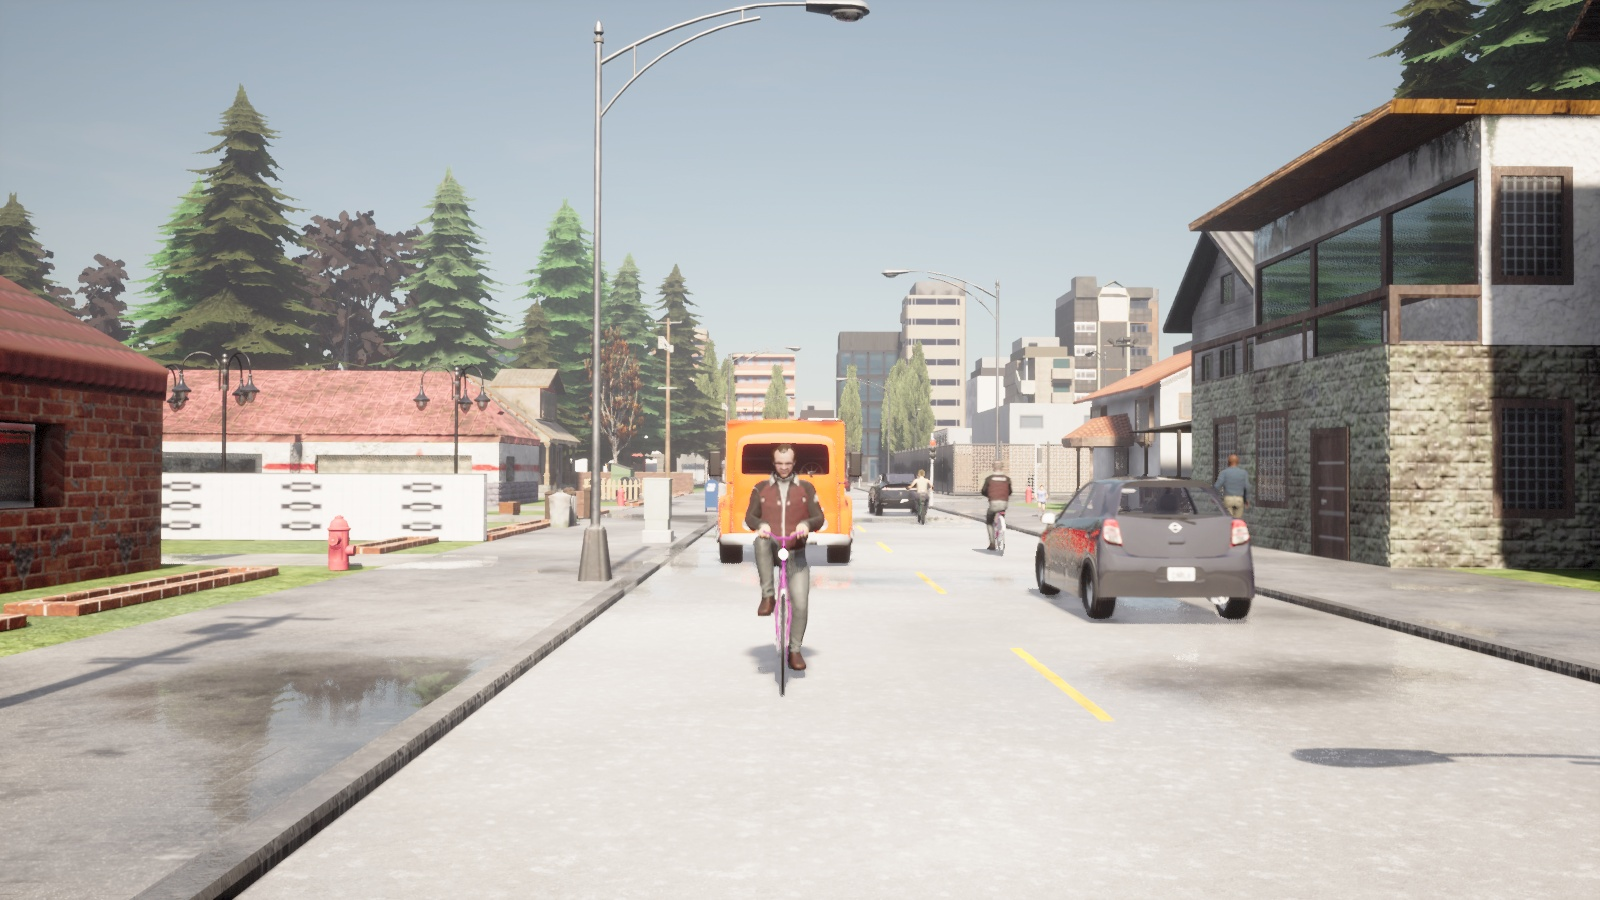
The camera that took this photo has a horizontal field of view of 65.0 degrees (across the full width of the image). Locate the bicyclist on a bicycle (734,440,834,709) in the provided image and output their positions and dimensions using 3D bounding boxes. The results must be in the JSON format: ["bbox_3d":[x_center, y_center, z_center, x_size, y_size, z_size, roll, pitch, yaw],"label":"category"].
[{"bbox_3d":[-0.115,0.840,9.233,0.659,1.776,1.843,0,-1,-1],"label":"bicyclist on a bicycle"}]

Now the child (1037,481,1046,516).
[{"bbox_3d":[7.750,1.548,40.273,0.255,1.110,0.394,0,-1,13],"label":"child"}]

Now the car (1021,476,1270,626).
[{"bbox_3d":[3.829,1.057,14.574,1.845,1.501,3.633,0,-1,-1],"label":"car"}]

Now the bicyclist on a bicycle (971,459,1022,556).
[{"bbox_3d":[3.732,1.072,23.980,0.659,1.776,1.843,0,-1,-1],"label":"bicyclist on a bicycle"}]

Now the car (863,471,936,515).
[{"bbox_3d":[3.519,1.516,45.323,2.128,1.511,4.902,0,-1,-1],"label":"car"}]

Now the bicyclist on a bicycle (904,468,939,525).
[{"bbox_3d":[3.591,1.360,37.271,0.866,1.612,1.509,0,0,0],"label":"bicyclist on a bicycle"}]

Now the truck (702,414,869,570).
[{"bbox_3d":[-0.256,0.706,22.505,2.627,2.467,5.204,0,-1,-1],"label":"truck"}]

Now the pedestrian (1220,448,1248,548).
[{"bbox_3d":[8.075,0.883,23.369,0.370,1.835,0.726,0,-1,10],"label":"pedestrian"}]
